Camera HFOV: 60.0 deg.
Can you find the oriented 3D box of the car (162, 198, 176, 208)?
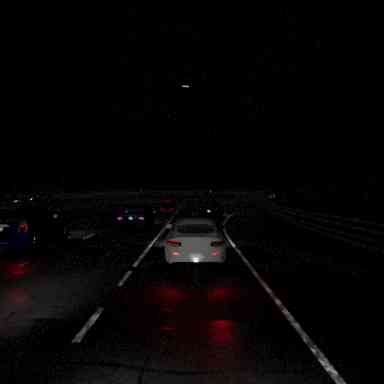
[{"bbox_3d":[-3.492,1.585,50.688,2.128,1.511,4.902,0,0,0],"label":"car"}]

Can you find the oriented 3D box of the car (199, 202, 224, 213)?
[{"bbox_3d":[1.758,1.569,29.784,1.994,1.385,4.181,0,0,10],"label":"car"}]

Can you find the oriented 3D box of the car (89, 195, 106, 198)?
[{"bbox_3d":[-20.988,1.640,75.794,2.150,2.045,5.566,0,-1,0],"label":"car"}]

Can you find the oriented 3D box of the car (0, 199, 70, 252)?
[{"bbox_3d":[-6.897,1.356,14.062,2.097,1.767,4.553,0,0,0],"label":"car"}]

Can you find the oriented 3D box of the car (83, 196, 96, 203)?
[{"bbox_3d":[-27.986,2.068,91.272,2.097,1.767,4.553,0,-1,0],"label":"car"}]

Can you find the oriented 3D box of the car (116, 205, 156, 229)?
[{"bbox_3d":[-3.496,1.554,21.458,2.033,1.411,5.357,0,0,0],"label":"car"}]

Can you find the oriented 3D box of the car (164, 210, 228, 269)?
[{"bbox_3d":[0.122,1.529,11.026,1.812,1.442,4.674,0,0,0],"label":"car"}]

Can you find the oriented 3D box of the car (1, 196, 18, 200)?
[{"bbox_3d":[-40.934,1.640,73.949,1.994,1.385,4.181,1,0,-16],"label":"car"}]

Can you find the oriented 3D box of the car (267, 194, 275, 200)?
[{"bbox_3d":[20.559,1.505,86.795,2.128,1.511,4.902,-1,1,17],"label":"car"}]
